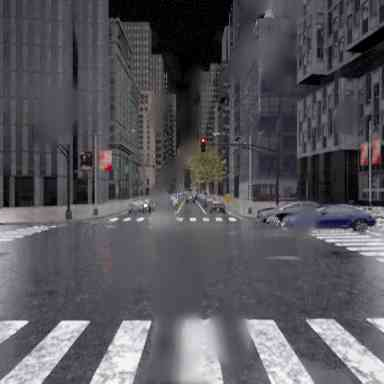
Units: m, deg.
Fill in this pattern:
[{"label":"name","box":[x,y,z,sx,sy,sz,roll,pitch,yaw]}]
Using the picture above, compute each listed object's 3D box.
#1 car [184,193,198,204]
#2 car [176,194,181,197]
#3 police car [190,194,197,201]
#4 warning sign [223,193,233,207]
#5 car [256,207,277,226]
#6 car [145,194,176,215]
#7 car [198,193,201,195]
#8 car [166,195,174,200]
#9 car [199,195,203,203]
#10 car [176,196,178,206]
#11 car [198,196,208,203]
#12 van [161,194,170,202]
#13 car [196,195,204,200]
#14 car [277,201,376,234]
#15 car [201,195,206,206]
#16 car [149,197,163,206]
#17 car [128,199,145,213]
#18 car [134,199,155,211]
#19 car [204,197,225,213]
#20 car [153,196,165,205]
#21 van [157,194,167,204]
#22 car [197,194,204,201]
[{"label":"car","box":[-0.277,1.535,65.551,1.812,1.442,4.674,0,0,0]},{"label":"car","box":[-3.293,1.531,54.640,1.812,1.442,4.674,0,0,0]},{"label":"police car","box":[0.465,1.451,90.560,1.930,1.638,5.238,0,0,0]},{"label":"warning sign","box":[4.918,1.117,45.475,1.300,1.860,1.060,0,0,0]},{"label":"car","box":[6.677,1.347,21.597,4.902,1.511,2.128,-1,1,9]},{"label":"car","box":[-3.178,1.221,34.646,2.150,2.045,5.566,0,0,0]},{"label":"car","box":[2.467,1.536,68.048,1.752,1.417,4.829,0,0,0]},{"label":"car","box":[-6.220,1.611,93.789,1.802,1.307,4.206,0,0,0]},{"label":"car","box":[2.564,1.555,52.717,2.008,1.369,4.403,0,0,0]},{"label":"car","box":[-3.241,1.603,44.598,1.895,1.301,4.718,0,0,0]},{"label":"car","box":[2.435,1.579,73.168,1.947,1.339,4.313,0,0,0]},{"label":"van","box":[-6.118,1.358,77.551,1.690,1.788,3.998,0,0,0]},{"label":"car","box":[2.302,1.580,94.323,2.008,1.369,4.403,0,0,0]},{"label":"car","box":[7.225,1.367,17.664,4.674,1.442,1.812,-1,0,0]},{"label":"car","box":[2.598,1.547,47.273,1.887,1.381,4.507,0,0,0]},{"label":"car","box":[-5.981,1.571,55.897,1.947,1.339,4.313,0,0,0]},{"label":"car","box":[-5.858,1.551,36.334,2.008,1.369,4.403,0,0,0]},{"label":"car","box":[-5.889,1.552,41.326,2.008,1.369,4.403,0,0,0]},{"label":"car","box":[2.667,1.551,36.384,2.008,1.369,4.403,0,0,0]},{"label":"car","box":[-6.014,1.533,61.141,1.752,1.417,4.829,0,0,0]},{"label":"van","box":[-6.050,1.351,66.724,1.690,1.788,3.998,0,0,0]},{"label":"car","box":[2.502,1.559,62.589,2.008,1.369,4.403,0,0,0]}]
